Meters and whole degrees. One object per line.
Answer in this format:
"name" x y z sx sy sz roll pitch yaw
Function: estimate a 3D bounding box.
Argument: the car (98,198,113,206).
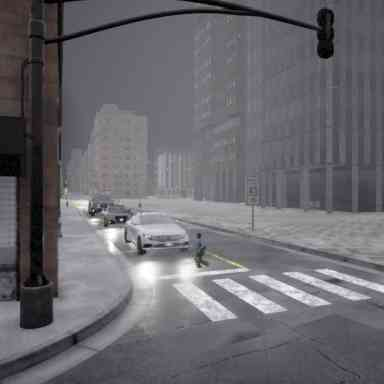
"car" -14.894 1.671 57.096 1.895 1.301 4.718 0 0 -21

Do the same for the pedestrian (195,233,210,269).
"pedestrian" 0.262 1.685 9.694 0.500 1.100 0.500 0 0 -21

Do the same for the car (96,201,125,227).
"car" -5.226 1.592 23.055 1.994 1.385 4.181 0 0 -21

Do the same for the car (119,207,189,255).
"car" -1.628 1.542 13.761 1.812 1.442 4.674 0 0 -21

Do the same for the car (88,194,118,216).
"car" -9.056 1.261 33.042 2.150 2.045 5.566 0 0 -21

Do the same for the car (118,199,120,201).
"car" -11.218 1.659 47.548 1.895 1.301 4.718 0 0 -21
